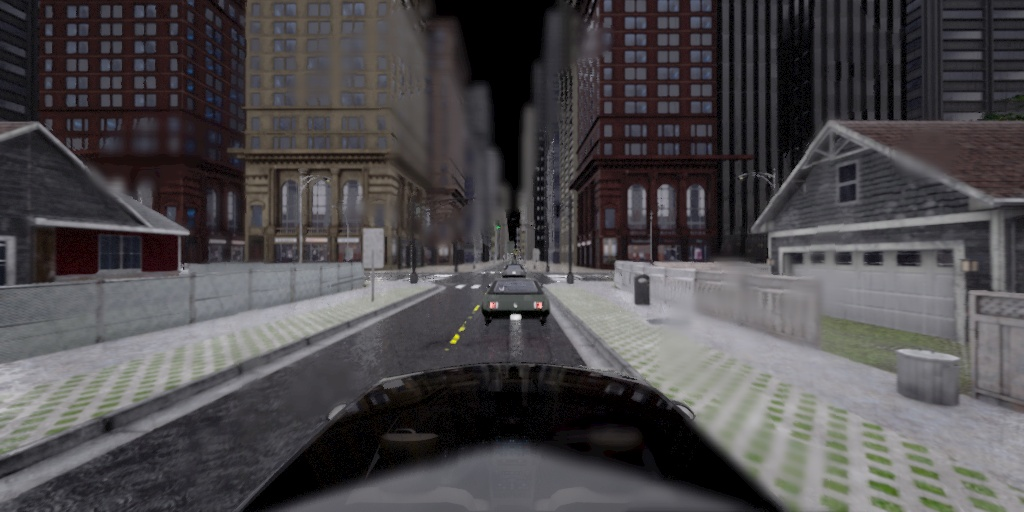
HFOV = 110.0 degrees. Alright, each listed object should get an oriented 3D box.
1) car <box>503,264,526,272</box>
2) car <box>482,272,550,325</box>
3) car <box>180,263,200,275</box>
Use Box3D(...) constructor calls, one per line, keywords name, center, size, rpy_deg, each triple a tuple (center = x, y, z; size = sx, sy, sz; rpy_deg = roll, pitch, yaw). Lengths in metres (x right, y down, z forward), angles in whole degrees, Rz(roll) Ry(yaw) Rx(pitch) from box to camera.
Box3D(name="car", center=(0.203, 1.370, 31.736), size=(1.994, 1.385, 4.181), rpy_deg=(0, 0, 1))
Box3D(name="car", center=(0.107, 1.369, 11.935), size=(1.895, 1.301, 4.718), rpy_deg=(0, 0, 0))
Box3D(name="car", center=(-26.000, 1.299, 29.275), size=(4.674, 1.442, 1.812), rpy_deg=(0, 0, 0))
